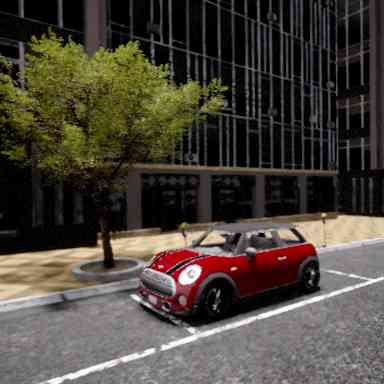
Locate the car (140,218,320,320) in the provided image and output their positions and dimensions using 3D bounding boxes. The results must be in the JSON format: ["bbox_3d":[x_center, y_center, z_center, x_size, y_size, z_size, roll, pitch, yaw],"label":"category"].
[{"bbox_3d":[0.906,1.435,7.235,4.097,1.590,1.967,0,-1,-35],"label":"car"}]
